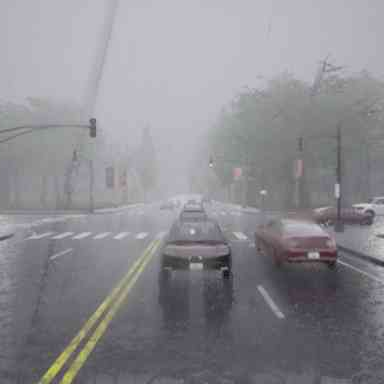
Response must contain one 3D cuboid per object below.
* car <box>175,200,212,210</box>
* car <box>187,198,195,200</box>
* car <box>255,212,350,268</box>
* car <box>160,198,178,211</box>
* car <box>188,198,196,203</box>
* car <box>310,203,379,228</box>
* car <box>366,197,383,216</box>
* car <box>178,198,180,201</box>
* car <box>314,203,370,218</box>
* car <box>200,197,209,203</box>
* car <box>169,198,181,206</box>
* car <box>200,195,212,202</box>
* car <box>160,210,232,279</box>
[{"bbox_3d":[0.089,1.606,24.215,2.128,1.511,4.902,0,0,0],"label":"car"},{"bbox_3d":[-0.034,2.041,74.855,1.882,1.535,5.008,0,-1,0],"label":"car"},{"bbox_3d":[3.358,1.574,11.377,1.812,1.442,4.674,0,0,1],"label":"car"},{"bbox_3d":[-3.367,1.804,46.065,2.033,1.411,5.357,0,0,0],"label":"car"},{"bbox_3d":[-0.040,2.134,85.308,1.994,1.385,4.181,0,-1,0],"label":"car"},{"bbox_3d":[10.164,1.697,23.143,4.674,1.442,1.812,0,-1,-12],"label":"car"},{"bbox_3d":[17.093,1.455,29.895,5.566,2.045,2.150,0,0,-1],"label":"car"},{"bbox_3d":[-3.332,1.860,55.393,1.812,1.442,4.674,0,-1,0],"label":"car"},{"bbox_3d":[14.850,1.835,33.119,4.718,1.301,1.895,0,0,0],"label":"car"},{"bbox_3d":[3.210,2.121,85.310,2.033,1.411,5.357,0,-1,0],"label":"car"},{"bbox_3d":[-3.280,1.943,65.829,2.128,1.511,4.902,0,-1,0],"label":"car"},{"bbox_3d":[3.216,1.790,74.923,2.150,2.045,5.566,0,-1,0],"label":"car"},{"bbox_3d":[0.095,1.534,10.203,2.128,1.511,4.902,0,0,0],"label":"car"}]
